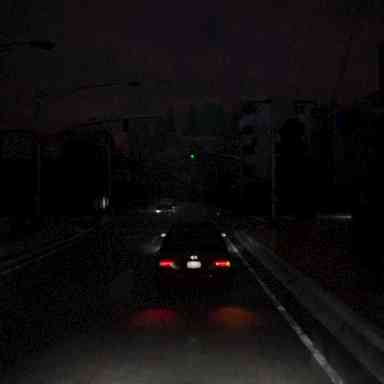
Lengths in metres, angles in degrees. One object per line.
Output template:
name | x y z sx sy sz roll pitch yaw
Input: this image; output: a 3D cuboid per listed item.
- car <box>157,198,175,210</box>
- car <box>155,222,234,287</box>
car | -3.702 1.664 45.865 1.812 1.442 4.674 0 0 0
car | 0.044 1.576 9.471 2.033 1.411 5.357 0 0 0
